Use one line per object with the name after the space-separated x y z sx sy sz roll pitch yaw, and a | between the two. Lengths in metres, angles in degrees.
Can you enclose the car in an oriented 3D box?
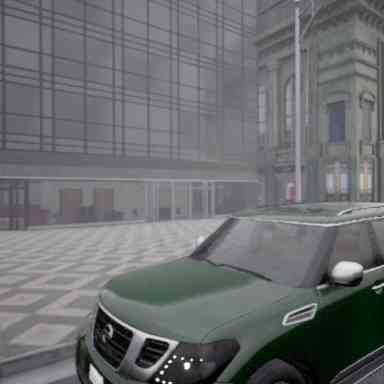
1.443 1.196 4.400 5.566 2.045 2.150 0 0 -36 | car
